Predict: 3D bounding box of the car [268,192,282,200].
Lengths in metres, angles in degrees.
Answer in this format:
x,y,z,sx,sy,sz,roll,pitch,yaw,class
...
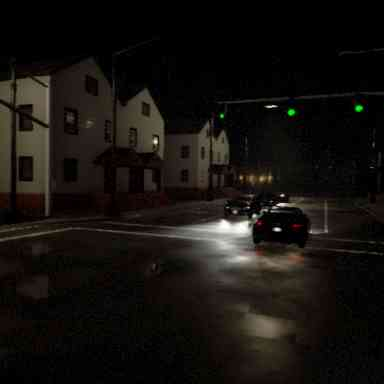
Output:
x,y,z,sx,sy,sz,roll,pitch,yaw,class
7.161,0.784,31.956,1.837,1.490,4.892,2,2,22,car

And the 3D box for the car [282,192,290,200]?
x,y,z,sx,sy,sz,roll,pitch,yaw,class
10.951,0.654,41.257,1.994,1.385,4.181,2,2,22,car

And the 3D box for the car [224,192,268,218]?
x,y,z,sx,sy,sz,roll,pitch,yaw,class
3.650,0.949,23.258,2.128,1.511,4.902,2,2,22,car

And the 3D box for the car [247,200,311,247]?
x,y,z,sx,sy,sz,roll,pitch,yaw,class
3.817,1.281,13.786,1.994,1.385,4.181,2,2,22,car
